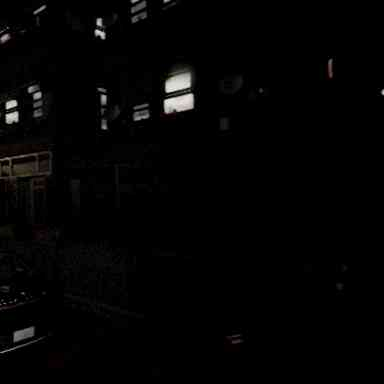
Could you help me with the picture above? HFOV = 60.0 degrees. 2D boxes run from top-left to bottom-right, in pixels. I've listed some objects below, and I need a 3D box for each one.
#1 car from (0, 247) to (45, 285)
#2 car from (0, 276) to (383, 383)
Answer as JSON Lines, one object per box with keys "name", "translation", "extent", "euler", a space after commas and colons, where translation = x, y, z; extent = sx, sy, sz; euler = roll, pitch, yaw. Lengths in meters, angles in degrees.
{"name": "car", "translation": [-3.900, 1.563, 5.440], "extent": [4.403, 1.369, 2.008], "euler": [0, -1, 35]}
{"name": "car", "translation": [0.647, 1.541, 2.290], "extent": [4.507, 1.381, 1.887], "euler": [0, -1, 35]}
